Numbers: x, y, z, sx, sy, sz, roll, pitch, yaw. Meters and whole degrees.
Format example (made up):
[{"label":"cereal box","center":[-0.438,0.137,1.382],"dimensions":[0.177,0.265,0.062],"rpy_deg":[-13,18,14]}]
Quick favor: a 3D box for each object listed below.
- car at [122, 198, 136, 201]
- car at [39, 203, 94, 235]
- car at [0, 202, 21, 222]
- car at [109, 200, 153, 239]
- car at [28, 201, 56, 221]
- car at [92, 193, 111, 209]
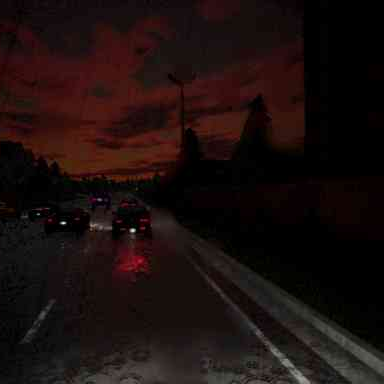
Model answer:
[{"label":"car","center":[-6.317,1.357,33.440],"dimensions":[2.128,1.511,4.902],"rpy_deg":[-1,1,-11]},{"label":"car","center":[-6.994,1.558,19.037],"dimensions":[1.994,1.385,4.181],"rpy_deg":[-1,0,-11]},{"label":"car","center":[-15.835,1.591,27.607],"dimensions":[1.882,1.535,5.008],"rpy_deg":[-1,0,-11]},{"label":"car","center":[-3.099,1.433,17.210],"dimensions":[1.837,1.490,4.892],"rpy_deg":[-1,1,-11]},{"label":"car","center":[-12.390,1.526,28.229],"dimensions":[2.128,1.511,4.902],"rpy_deg":[-1,0,-11]},{"label":"car","center":[-11.964,1.120,44.002],"dimensions":[2.150,2.045,5.566],"rpy_deg":[-1,0,-11]}]
